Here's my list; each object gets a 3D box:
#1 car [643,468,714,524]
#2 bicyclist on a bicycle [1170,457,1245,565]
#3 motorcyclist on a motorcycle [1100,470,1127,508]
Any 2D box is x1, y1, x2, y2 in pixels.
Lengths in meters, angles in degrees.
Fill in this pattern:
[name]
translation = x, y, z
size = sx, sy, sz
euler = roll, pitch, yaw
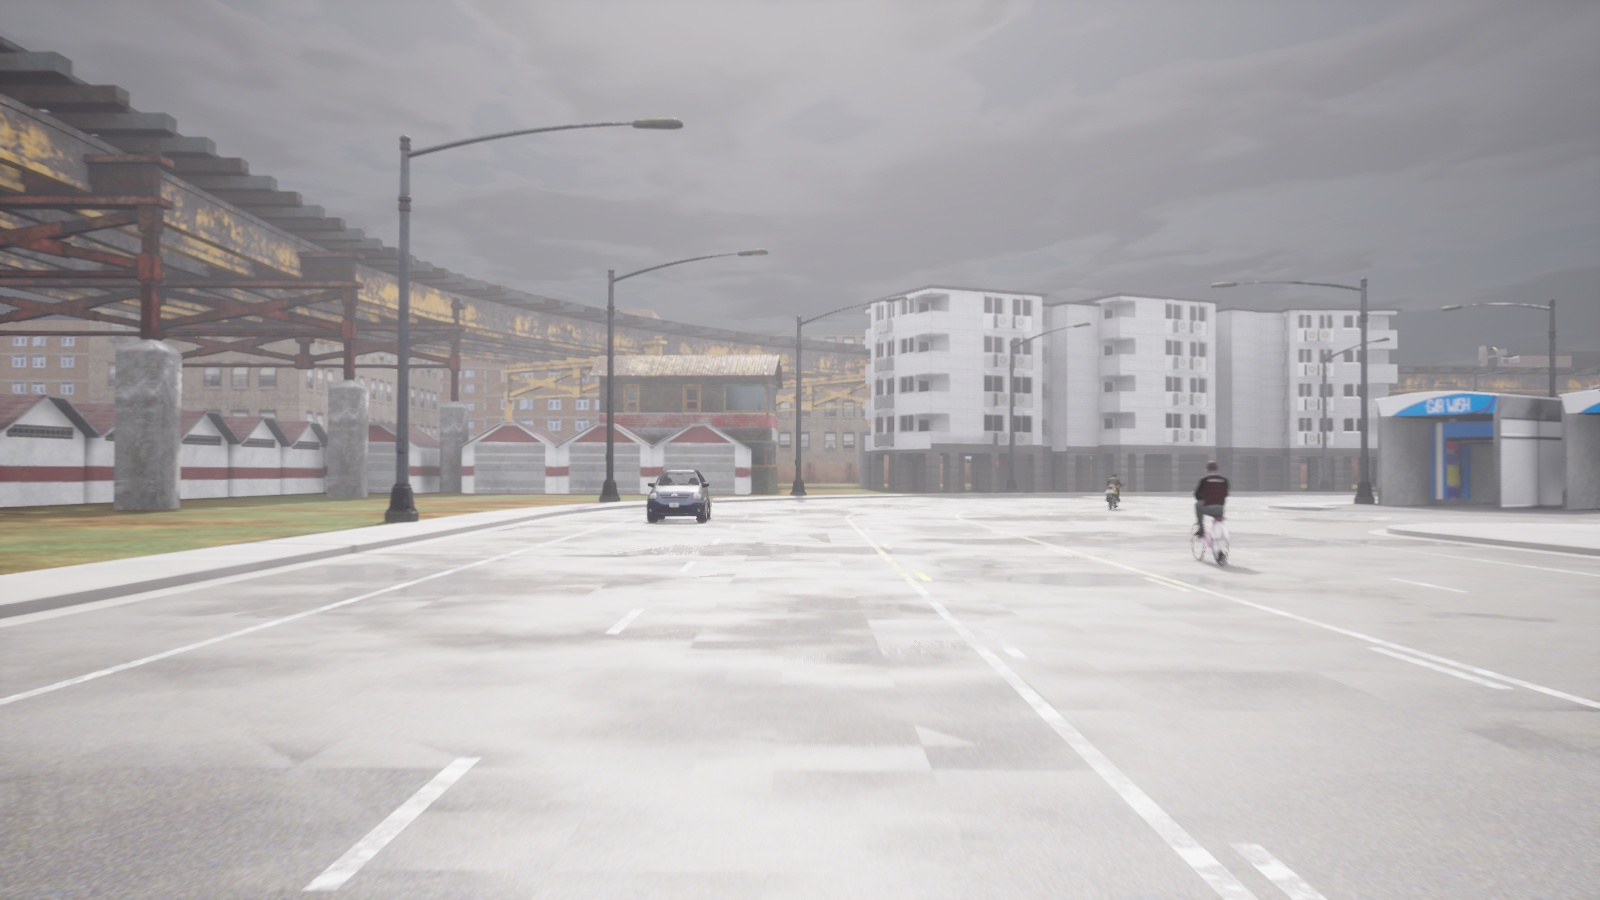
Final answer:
[car]
translation = -3.660, 1.368, 38.409
size = 1.851, 1.617, 3.988
euler = 0, -1, -1
[bicyclist on a bicycle]
translation = 6.956, 1.017, 21.531
size = 0.659, 1.776, 1.843
euler = 0, -1, 0
[motorcyclist on a motorcycle]
translation = 13.154, 1.623, 52.699
size = 0.797, 1.523, 2.044
euler = 0, -1, 23
